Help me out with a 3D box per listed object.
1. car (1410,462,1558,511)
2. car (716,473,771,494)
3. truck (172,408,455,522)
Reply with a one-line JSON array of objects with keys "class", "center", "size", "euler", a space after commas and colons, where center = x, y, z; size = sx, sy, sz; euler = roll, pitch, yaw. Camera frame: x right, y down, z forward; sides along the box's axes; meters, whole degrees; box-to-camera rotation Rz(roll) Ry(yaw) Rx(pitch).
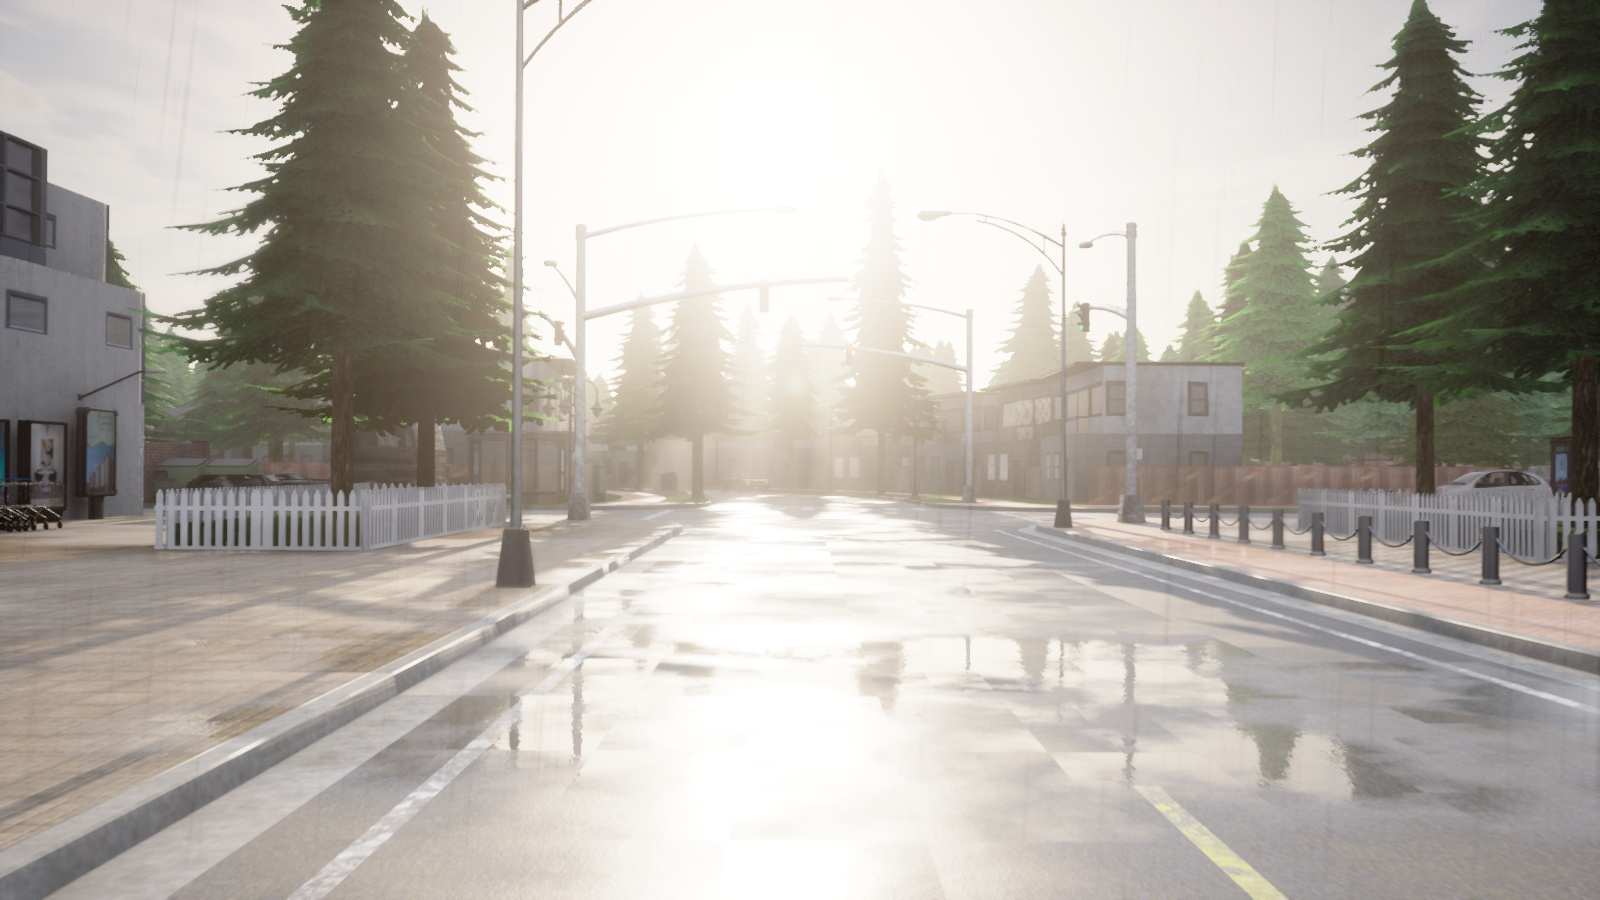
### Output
[{"class": "car", "center": [23.227, 1.245, 42.754], "size": [3.988, 1.617, 1.851], "euler": [0, -1, 1]}, {"class": "car", "center": [-3.604, 2.097, 79.331], "size": [1.895, 1.301, 4.718], "euler": [0, -1, -24]}, {"class": "truck", "center": [-15.412, 0.490, 40.170], "size": [7.936, 3.462, 2.891], "euler": [0, -1, 1]}]
